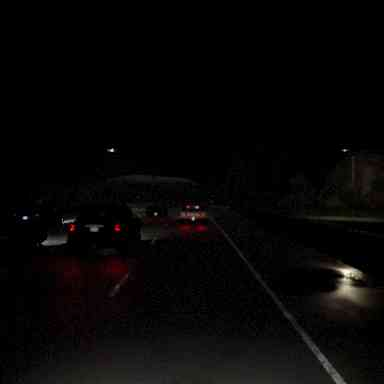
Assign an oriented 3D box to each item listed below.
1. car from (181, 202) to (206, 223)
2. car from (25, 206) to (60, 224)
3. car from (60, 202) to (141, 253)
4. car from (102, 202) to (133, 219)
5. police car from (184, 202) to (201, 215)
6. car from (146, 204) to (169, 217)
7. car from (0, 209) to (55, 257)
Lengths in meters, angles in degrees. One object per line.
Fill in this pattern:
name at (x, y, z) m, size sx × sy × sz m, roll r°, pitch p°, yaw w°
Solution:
car at (0.092, 1.673, 26.277) m, size 1.895 × 1.301 × 4.718 m, roll 0°, pitch -1°, yaw 0°
car at (-10.406, 1.612, 22.767) m, size 1.994 × 1.385 × 4.181 m, roll 0°, pitch 0°, yaw 0°
car at (-3.404, 1.342, 13.710) m, size 2.097 × 1.767 × 4.553 m, roll 0°, pitch 0°, yaw 0°
car at (-6.908, 1.691, 31.227) m, size 1.812 × 1.442 × 4.674 m, roll 0°, pitch -2°, yaw 0°
police car at (0.091, 2.034, 42.276) m, size 2.038 × 1.542 × 4.974 m, roll 0°, pitch -2°, yaw 0°
car at (-3.408, 1.851, 33.558) m, size 1.895 × 1.301 × 4.718 m, roll 0°, pitch -2°, yaw 0°
car at (-6.897, 1.531, 11.293) m, size 2.033 × 1.411 × 5.357 m, roll 0°, pitch 0°, yaw 0°
